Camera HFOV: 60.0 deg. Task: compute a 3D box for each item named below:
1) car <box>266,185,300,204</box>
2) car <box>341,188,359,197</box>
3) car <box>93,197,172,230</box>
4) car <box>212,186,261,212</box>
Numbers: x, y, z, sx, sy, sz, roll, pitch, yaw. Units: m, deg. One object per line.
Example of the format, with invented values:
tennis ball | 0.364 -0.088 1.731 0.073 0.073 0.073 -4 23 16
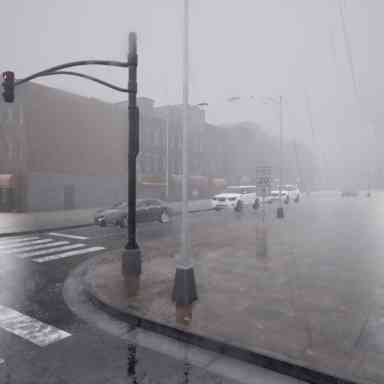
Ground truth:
car | 10.164 0.224 36.793 2.150 2.045 5.566 0 2 35
car | 24.995 0.089 52.520 2.033 1.411 5.357 0 2 35
car | -3.094 1.087 18.260 1.837 1.490 4.892 1 1 36
car | 3.855 0.493 27.970 2.150 2.045 5.566 0 2 35
